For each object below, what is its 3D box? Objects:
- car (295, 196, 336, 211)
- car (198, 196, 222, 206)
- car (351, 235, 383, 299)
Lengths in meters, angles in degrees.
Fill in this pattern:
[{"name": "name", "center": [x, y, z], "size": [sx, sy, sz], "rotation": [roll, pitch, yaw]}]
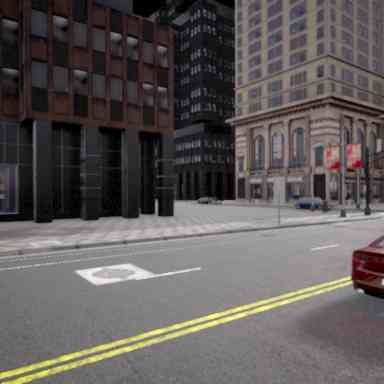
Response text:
[{"name": "car", "center": [14.368, 1.331, 38.873], "size": [2.097, 1.767, 4.553], "rotation": [0, 0, -35]}, {"name": "car", "center": [2.995, 1.492, 54.966], "size": [2.128, 1.511, 4.902], "rotation": [0, 0, -35]}, {"name": "car", "center": [5.525, 1.465, 7.387], "size": [5.008, 1.535, 1.882], "rotation": [0, 0, -36]}]
